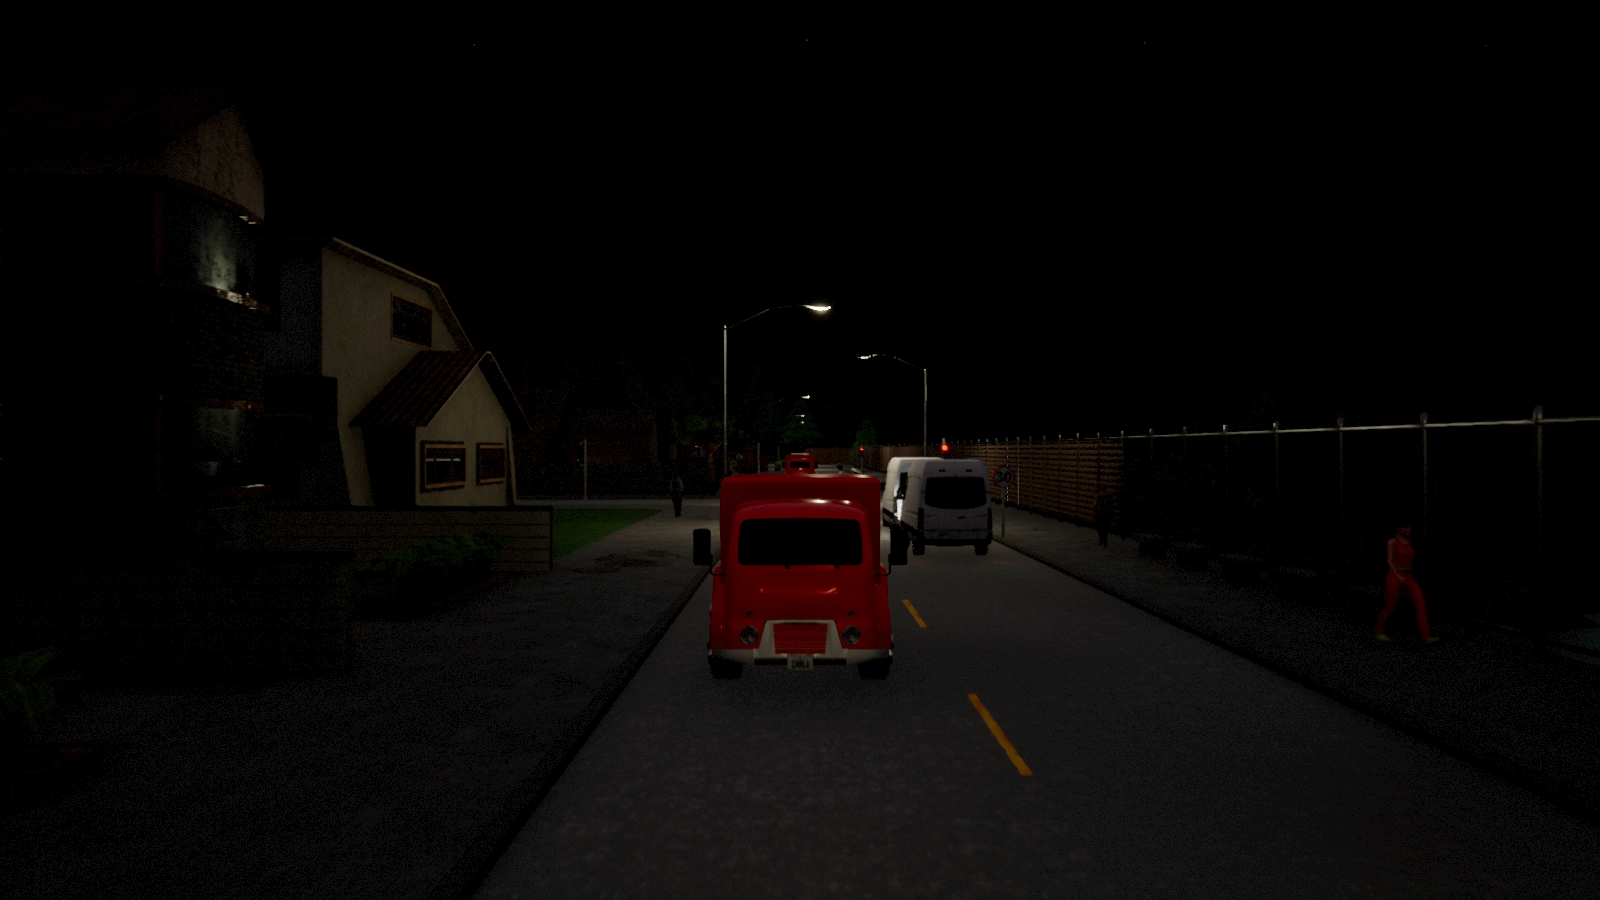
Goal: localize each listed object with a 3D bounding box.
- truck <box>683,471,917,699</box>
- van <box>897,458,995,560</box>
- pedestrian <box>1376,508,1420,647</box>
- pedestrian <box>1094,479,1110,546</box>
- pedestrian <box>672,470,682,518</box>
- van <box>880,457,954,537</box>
[{"bbox_3d":[0.002,1.568,15.443,2.627,2.467,5.204,0,0,0],"label":"truck"},{"bbox_3d":[4.000,1.535,32.301,1.988,2.561,5.915,0,0,0],"label":"van"},{"bbox_3d":[8.227,1.744,15.722,0.375,1.860,0.375,0,0,-19],"label":"pedestrian"},{"bbox_3d":[8.463,1.747,32.030,0.375,1.860,0.375,0,0,8],"label":"pedestrian"},{"bbox_3d":[-4.854,1.738,45.015,0.375,1.860,0.375,0,0,-2],"label":"pedestrian"},{"bbox_3d":[4.001,1.535,40.058,1.988,2.561,5.915,0,0,0],"label":"van"}]
